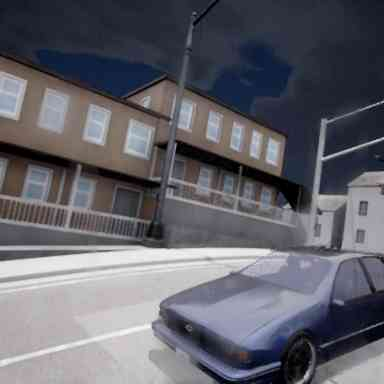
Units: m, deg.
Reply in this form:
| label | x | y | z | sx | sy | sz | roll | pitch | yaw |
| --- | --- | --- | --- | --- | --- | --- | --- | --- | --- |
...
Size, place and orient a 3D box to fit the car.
| label | x | y | z | sx | sy | sz | roll | pitch | yaw |
| --- | --- | --- | --- | --- | --- | --- | --- | --- | --- |
| car | 2.076 | 1.640 | 5.446 | 5.357 | 1.411 | 2.033 | 3 | -2 | -35 |
